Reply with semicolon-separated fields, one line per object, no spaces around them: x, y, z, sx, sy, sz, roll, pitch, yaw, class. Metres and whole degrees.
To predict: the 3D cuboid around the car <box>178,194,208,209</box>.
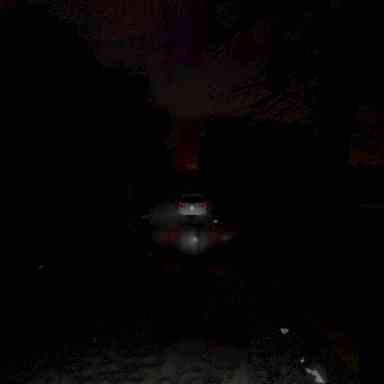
0.050;1.171;26.174;2.150;2.045;5.566;0;0;1;car

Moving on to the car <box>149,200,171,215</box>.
-3.041;1.473;32.753;2.033;1.411;5.357;0;0;1;car

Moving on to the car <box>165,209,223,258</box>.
0.065;1.542;12.682;1.994;1.385;4.181;0;0;0;car
